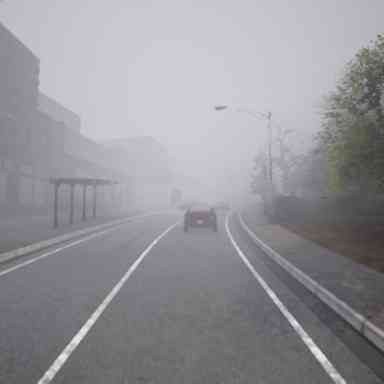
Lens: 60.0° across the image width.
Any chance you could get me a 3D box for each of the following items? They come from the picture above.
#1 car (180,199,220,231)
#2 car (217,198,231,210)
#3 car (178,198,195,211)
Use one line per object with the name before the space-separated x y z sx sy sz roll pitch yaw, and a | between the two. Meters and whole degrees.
car | 0.601 1.457 20.587 1.882 1.535 5.008 -1 0 4
car | 3.685 1.449 41.294 1.812 1.442 4.674 -1 0 13
car | -0.316 1.483 40.286 1.882 1.535 5.008 -1 0 12
